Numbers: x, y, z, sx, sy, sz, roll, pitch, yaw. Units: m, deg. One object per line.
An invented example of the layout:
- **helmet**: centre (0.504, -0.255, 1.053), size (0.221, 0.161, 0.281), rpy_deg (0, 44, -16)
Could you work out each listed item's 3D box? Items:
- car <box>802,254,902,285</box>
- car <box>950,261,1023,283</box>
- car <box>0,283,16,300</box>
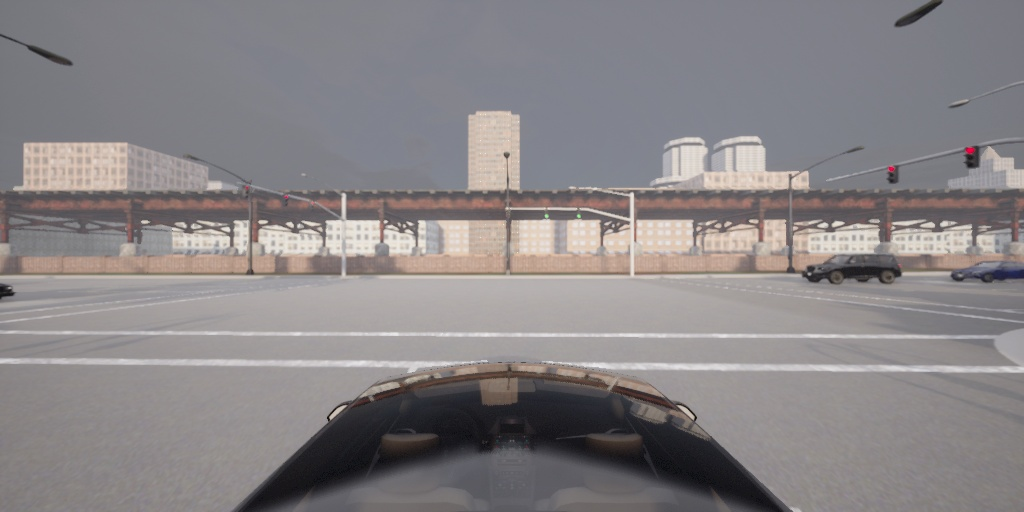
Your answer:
- **car**: centre (23.565, 0.879, 24.975), size (5.566, 2.045, 2.150), rpy_deg (-1, 0, 3)
- **car**: centre (33.323, 1.055, 24.724), size (4.674, 1.442, 1.812), rpy_deg (-1, 0, 2)
- **car**: centre (-25.293, 1.369, 15.621), size (5.357, 1.411, 2.033), rpy_deg (0, 0, 2)
